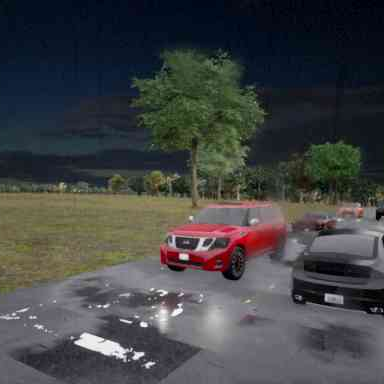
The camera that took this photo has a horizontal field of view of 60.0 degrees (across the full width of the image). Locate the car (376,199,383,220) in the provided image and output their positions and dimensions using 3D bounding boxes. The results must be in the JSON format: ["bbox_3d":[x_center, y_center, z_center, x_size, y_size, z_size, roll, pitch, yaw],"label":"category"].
[{"bbox_3d":[19.626,1.742,33.094,2.150,2.045,5.566,0,-1,32],"label":"car"}]

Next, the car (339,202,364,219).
[{"bbox_3d":[17.253,1.905,36.067,2.097,1.767,4.553,0,-1,32],"label":"car"}]

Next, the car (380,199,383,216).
[{"bbox_3d":[25.303,1.921,42.254,2.150,2.045,5.566,0,-1,32],"label":"car"}]

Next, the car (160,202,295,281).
[{"bbox_3d":[1.341,1.354,10.866,2.150,2.045,5.566,0,-1,34],"label":"car"}]

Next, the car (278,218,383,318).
[{"bbox_3d":[3.698,1.602,7.708,1.837,1.490,4.892,0,-1,32],"label":"car"}]

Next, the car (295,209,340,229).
[{"bbox_3d":[7.749,1.900,20.970,1.895,1.301,4.718,0,-1,32],"label":"car"}]
